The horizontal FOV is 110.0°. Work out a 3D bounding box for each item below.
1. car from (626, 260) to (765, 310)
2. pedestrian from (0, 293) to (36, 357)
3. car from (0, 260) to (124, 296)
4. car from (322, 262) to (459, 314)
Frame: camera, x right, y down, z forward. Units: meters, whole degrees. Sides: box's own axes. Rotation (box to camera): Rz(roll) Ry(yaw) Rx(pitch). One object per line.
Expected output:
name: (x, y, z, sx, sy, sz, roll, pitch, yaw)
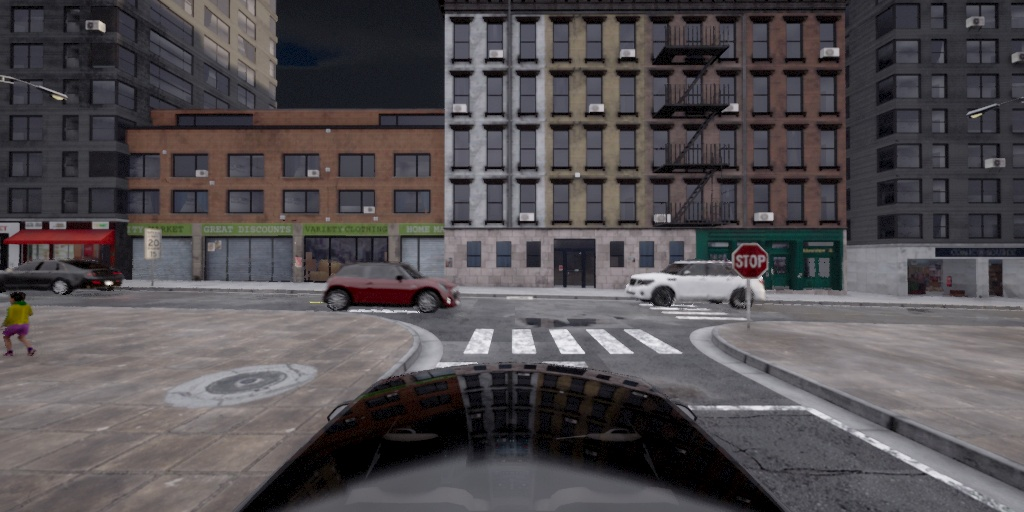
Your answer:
car: (8.015, 1.193, 15.876, 5.566, 2.045, 2.150, 1, 0, 0)
pedestrian: (-8.379, 1.154, 6.110, 0.500, 1.100, 0.500, 0, 0, 0)
car: (-20.374, 0.921, 15.988, 4.892, 1.490, 1.837, 1, 0, 0)
car: (-4.208, 1.038, 12.975, 4.553, 1.767, 2.097, 1, 0, 0)
